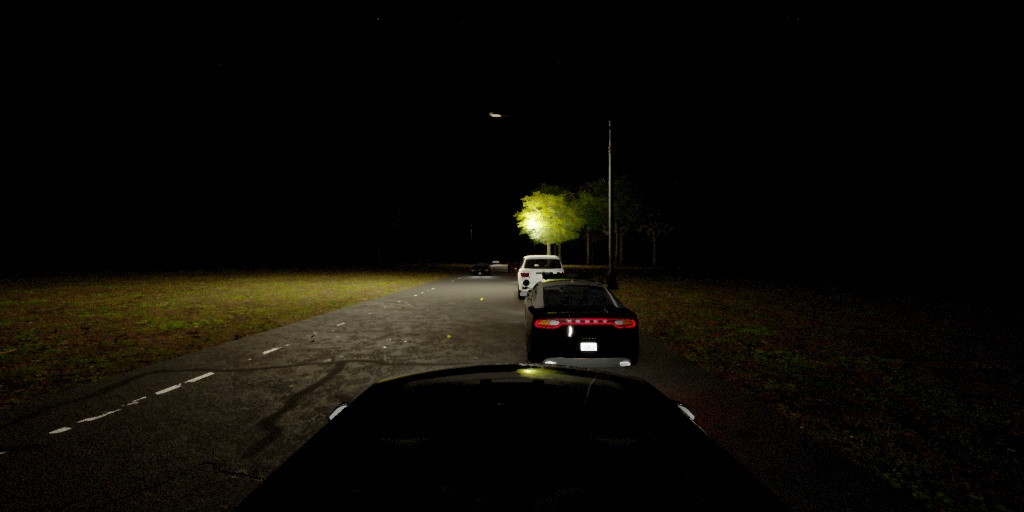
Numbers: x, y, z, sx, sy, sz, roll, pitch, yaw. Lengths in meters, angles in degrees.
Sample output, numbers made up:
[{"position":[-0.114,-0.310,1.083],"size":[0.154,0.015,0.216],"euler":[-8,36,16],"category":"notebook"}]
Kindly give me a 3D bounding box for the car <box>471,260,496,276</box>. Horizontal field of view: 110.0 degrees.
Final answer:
[{"position":[-3.149,1.348,37.831],"size":[2.033,1.411,5.357],"euler":[0,0,0],"category":"car"}]

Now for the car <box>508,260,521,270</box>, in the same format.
[{"position":[0.332,1.402,57.063],"size":[1.994,1.385,4.181],"euler":[0,-1,-1],"category":"car"}]

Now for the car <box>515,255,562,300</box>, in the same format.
[{"position":[1.382,0.988,17.970],"size":[2.150,2.045,5.566],"euler":[0,0,1],"category":"car"}]

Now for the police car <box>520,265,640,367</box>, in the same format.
[{"position":[1.216,1.175,8.025],"size":[1.930,1.638,5.238],"euler":[0,0,1],"category":"police car"}]

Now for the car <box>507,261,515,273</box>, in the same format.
[{"position":[0.461,1.341,45.598],"size":[1.812,1.442,4.674],"euler":[0,0,0],"category":"car"}]
